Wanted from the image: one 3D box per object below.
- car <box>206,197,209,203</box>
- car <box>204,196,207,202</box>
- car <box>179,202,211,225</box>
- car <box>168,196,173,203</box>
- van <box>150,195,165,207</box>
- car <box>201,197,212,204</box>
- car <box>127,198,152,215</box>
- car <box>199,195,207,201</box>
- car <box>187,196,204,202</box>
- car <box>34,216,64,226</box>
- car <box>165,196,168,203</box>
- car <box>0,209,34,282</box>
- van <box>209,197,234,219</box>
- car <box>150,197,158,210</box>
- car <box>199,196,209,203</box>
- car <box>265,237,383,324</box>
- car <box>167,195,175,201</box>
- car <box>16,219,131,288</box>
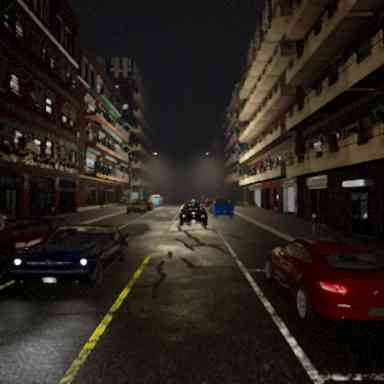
[{"bbox_3d":[2.716,1.537,34.933,1.752,1.417,4.829,1,0,0],"label":"car"},{"bbox_3d":[2.690,1.561,45.905,1.887,1.381,4.507,1,0,0],"label":"car"},{"bbox_3d":[0.104,1.609,23.919,1.895,1.301,4.718,0,0,0],"label":"car"},{"bbox_3d":[-5.664,1.576,68.231,2.008,1.369,4.403,1,0,0],"label":"car"},{"bbox_3d":[-5.666,1.360,51.518,1.690,1.788,3.998,1,0,0],"label":"van"},{"bbox_3d":[2.681,1.605,62.619,1.802,1.307,4.206,1,0,0],"label":"car"},{"bbox_3d":[-5.671,1.538,34.634,1.752,1.417,4.829,1,0,0],"label":"car"},{"bbox_3d":[2.858,1.585,90.474,2.008,1.369,4.403,1,0,0],"label":"car"},{"bbox_3d":[0.106,1.562,41.884,2.033,1.411,5.357,0,0,0],"label":"car"},{"bbox_3d":[-5.677,1.587,12.520,1.802,1.307,4.206,1,0,0],"label":"car"},{"bbox_3d":[-5.667,1.572,57.088,2.008,1.369,4.403,1,0,0],"label":"car"},{"bbox_3d":[-5.674,1.318,6.949,2.192,1.841,5.009,1,0,0],"label":"car"},{"bbox_3d":[2.713,1.351,29.192,1.690,1.788,3.998,1,0,0],"label":"van"},{"bbox_3d":[-5.671,1.580,40.376,1.947,1.339,4.313,1,0,0],"label":"car"},{"bbox_3d":[2.684,1.578,73.761,2.008,1.369,4.403,1,0,0],"label":"car"},{"bbox_3d":[2.702,1.584,6.907,1.802,1.307,4.206,1,0,0],"label":"car"},{"bbox_3d":[-5.748,1.617,90.919,1.802,1.307,4.206,1,0,0],"label":"car"},{"bbox_3d":[-3.076,1.604,9.399,1.895,1.301,4.718,0,0,0],"label":"car"}]
